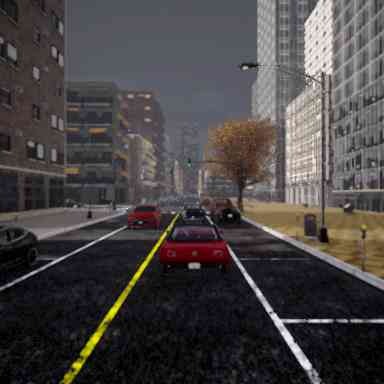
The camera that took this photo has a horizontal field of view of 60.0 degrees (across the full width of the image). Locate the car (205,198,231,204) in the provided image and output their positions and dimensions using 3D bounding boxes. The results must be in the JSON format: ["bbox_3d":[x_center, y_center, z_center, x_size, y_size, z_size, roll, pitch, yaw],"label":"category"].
[{"bbox_3d":[2.685,1.469,30.963,2.192,1.841,5.009,0,0,0],"label":"car"}]

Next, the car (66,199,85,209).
[{"bbox_3d":[-16.436,1.563,43.940,4.403,1.369,2.008,1,-1,-1],"label":"car"}]

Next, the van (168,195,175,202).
[{"bbox_3d":[-5.711,1.847,91.012,1.690,1.788,3.998,0,0,0],"label":"van"}]

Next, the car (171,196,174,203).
[{"bbox_3d":[-5.707,1.951,74.413,2.008,1.369,4.403,0,0,0],"label":"car"}]

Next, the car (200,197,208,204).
[{"bbox_3d":[2.673,1.926,74.585,1.752,1.417,4.829,0,0,0],"label":"car"}]

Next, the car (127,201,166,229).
[{"bbox_3d":[-3.096,1.588,22.563,1.882,1.535,5.008,0,0,0],"label":"car"}]

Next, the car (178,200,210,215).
[{"bbox_3d":[0.074,1.621,26.149,2.128,1.511,4.902,0,0,0],"label":"car"}]

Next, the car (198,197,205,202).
[{"bbox_3d":[2.669,2.088,91.011,1.802,1.307,4.206,0,0,0],"label":"car"}]

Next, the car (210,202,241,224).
[{"bbox_3d":[2.686,1.692,25.438,1.947,1.339,4.313,0,0,0],"label":"car"}]

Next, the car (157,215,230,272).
[{"bbox_3d":[0.078,1.653,10.908,1.895,1.301,4.718,0,0,0],"label":"car"}]

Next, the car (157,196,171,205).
[{"bbox_3d":[-5.704,1.883,63.347,2.008,1.369,4.403,0,0,0],"label":"car"}]

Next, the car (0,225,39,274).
[{"bbox_3d":[-5.691,1.608,8.869,1.947,1.339,4.313,0,0,0],"label":"car"}]

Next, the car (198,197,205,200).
[{"bbox_3d":[2.676,1.877,63.349,1.887,1.381,4.507,0,0,0],"label":"car"}]
